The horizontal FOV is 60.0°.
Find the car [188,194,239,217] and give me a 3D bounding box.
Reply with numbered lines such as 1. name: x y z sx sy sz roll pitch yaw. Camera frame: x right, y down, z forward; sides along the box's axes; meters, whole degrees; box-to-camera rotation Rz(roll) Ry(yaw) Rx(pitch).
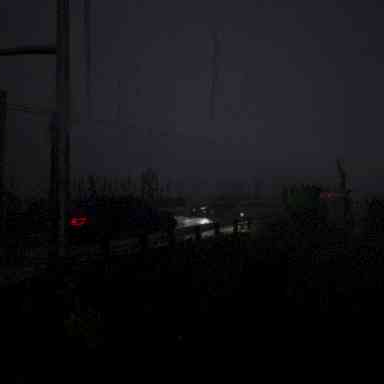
1. car: 1.748 0.974 25.426 1.837 1.490 4.892 0 2 42

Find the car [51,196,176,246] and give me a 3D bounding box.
1. car: -3.119 1.191 14.306 2.150 2.045 5.566 0 1 40
